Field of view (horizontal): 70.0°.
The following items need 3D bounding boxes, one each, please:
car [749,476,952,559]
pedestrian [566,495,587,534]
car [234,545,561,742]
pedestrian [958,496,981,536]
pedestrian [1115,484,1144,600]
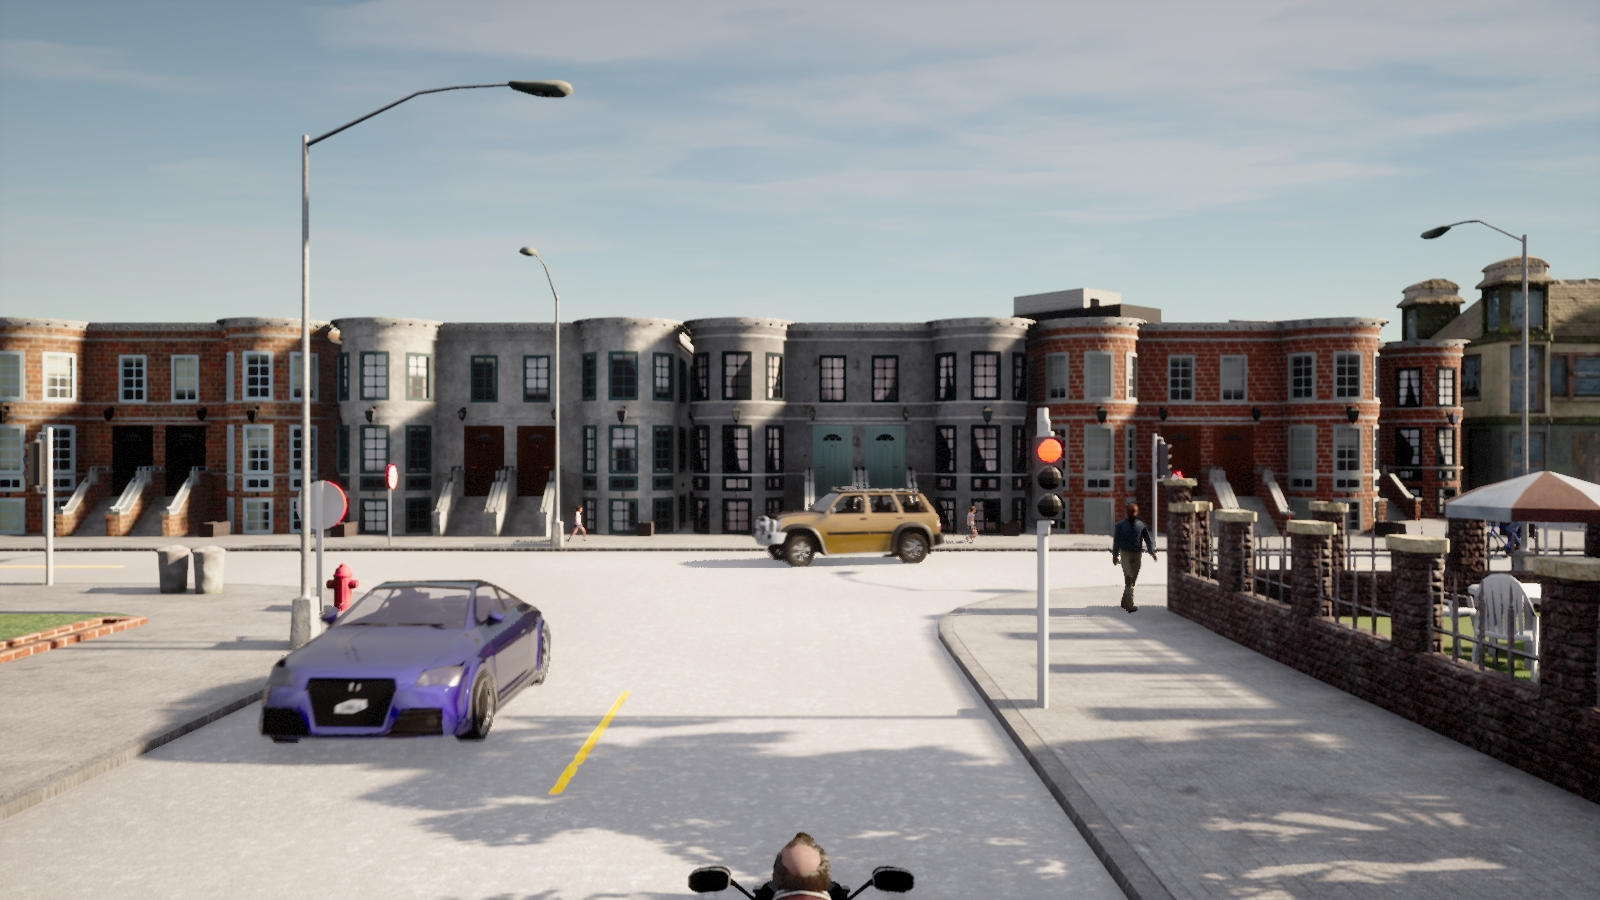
[{"bbox_3d":[1.222,1.607,28.073,4.605,1.855,1.932,0,-1,-15],"label":"car"},{"bbox_3d":[-6.433,1.862,32.919,0.500,1.100,0.500,0,0,3],"label":"pedestrian"},{"bbox_3d":[-3.996,1.882,12.190,1.994,1.385,4.181,0,0,0],"label":"car"},{"bbox_3d":[4.816,1.863,32.406,0.500,1.100,0.500,0,0,-13],"label":"pedestrian"},{"bbox_3d":[5.359,1.491,18.579,0.375,1.860,0.375,0,0,2],"label":"pedestrian"}]
